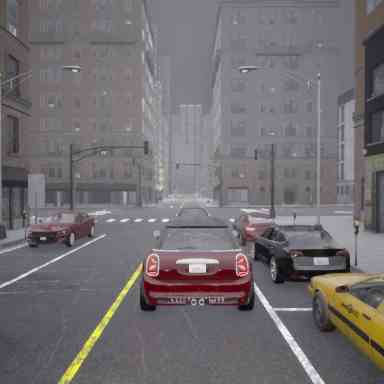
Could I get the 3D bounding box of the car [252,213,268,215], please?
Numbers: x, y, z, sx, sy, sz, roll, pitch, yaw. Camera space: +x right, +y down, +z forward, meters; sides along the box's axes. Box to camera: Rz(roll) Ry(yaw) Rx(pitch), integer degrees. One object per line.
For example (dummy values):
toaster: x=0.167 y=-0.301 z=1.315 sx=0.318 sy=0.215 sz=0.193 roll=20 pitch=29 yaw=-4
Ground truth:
car: x=2.839 y=1.577 z=15.002 sx=1.802 sy=1.307 sz=4.206 roll=-1 pitch=0 yaw=0

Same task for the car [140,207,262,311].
car: x=0.086 y=1.350 z=7.920 sx=2.097 sy=1.767 sz=4.553 roll=0 pitch=0 yaw=0

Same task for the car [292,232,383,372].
car: x=2.859 y=1.524 z=4.000 sx=1.752 sy=1.417 sz=4.829 roll=-1 pitch=0 yaw=0

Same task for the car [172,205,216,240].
car: x=0.064 y=1.542 z=18.159 sx=2.033 sy=1.411 sz=5.357 roll=0 pitch=0 yaw=0

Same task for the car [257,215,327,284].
car: x=2.849 y=1.563 z=9.416 sx=1.947 sy=1.339 sz=4.313 roll=-1 pitch=0 yaw=0

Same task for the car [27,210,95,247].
car: x=-5.707 y=1.540 z=14.983 sx=1.887 sy=1.381 sz=4.507 roll=-1 pitch=0 yaw=0
